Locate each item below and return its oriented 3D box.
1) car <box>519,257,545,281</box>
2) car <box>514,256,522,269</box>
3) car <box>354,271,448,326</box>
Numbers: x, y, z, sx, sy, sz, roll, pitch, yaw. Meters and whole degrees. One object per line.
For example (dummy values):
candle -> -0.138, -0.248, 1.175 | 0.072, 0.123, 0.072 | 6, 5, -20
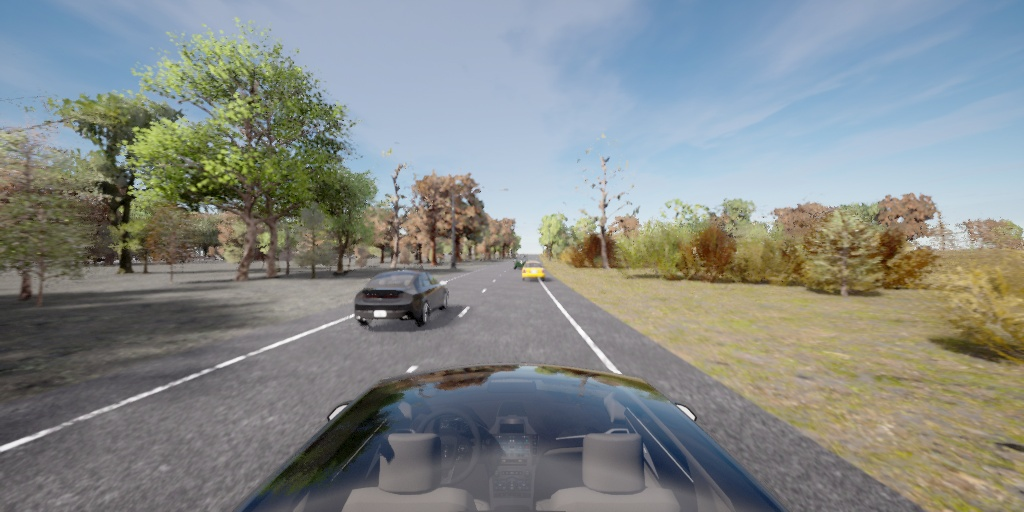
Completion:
car -> 1.654, 1.091, 28.405 | 1.801, 1.575, 5.366 | 0, 0, 2
car -> 1.385, 0.893, 50.299 | 2.097, 1.767, 4.553 | 0, 0, 4
car -> -3.317, 1.211, 11.522 | 1.837, 1.490, 4.892 | 0, 0, 1
